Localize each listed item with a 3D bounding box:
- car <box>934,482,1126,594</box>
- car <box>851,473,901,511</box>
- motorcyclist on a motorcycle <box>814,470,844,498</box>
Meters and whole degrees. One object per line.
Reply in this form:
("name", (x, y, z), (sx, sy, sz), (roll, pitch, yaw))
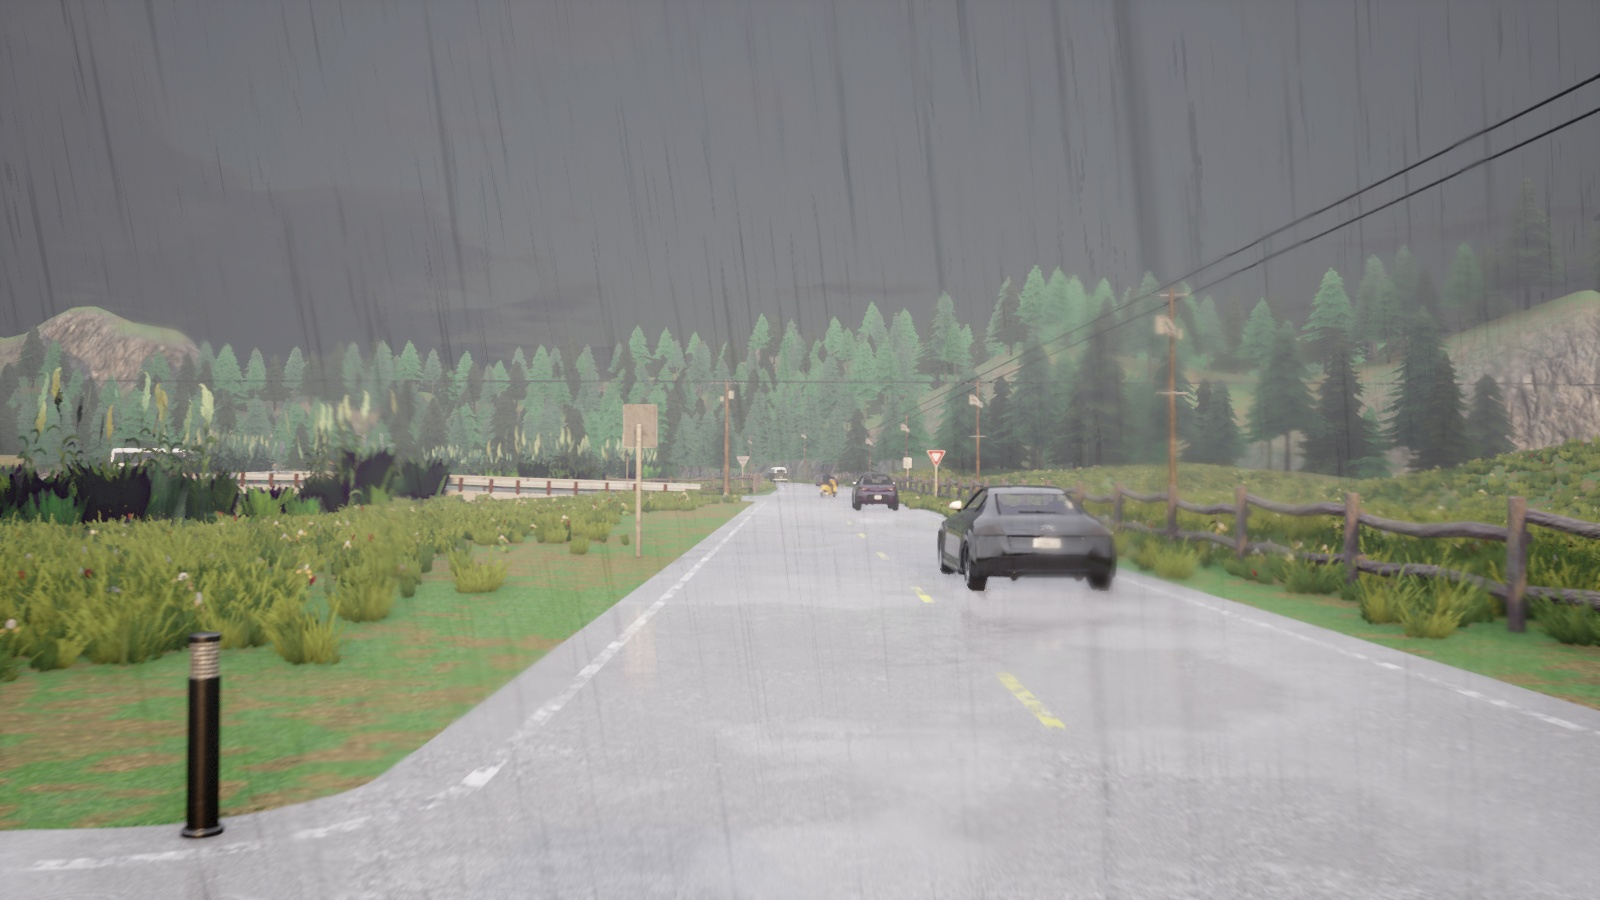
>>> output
("car", (3.156, 1.169, 18.118), (1.994, 1.385, 4.181), (0, -1, 0))
("car", (3.076, 1.680, 51.590), (1.816, 1.474, 4.193), (0, -1, 0))
("motorcyclist on a motorcycle", (1.727, 1.982, 73.588), (0.866, 1.590, 1.817), (-3, -4, 34))
